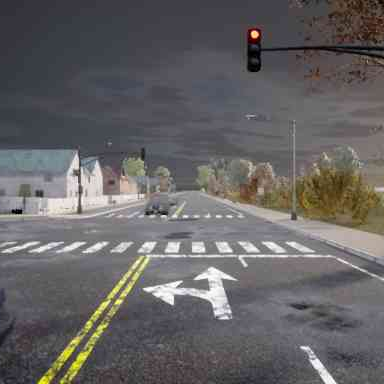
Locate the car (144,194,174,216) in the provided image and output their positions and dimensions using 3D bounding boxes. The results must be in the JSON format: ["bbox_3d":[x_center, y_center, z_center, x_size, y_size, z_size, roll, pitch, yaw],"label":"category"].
[{"bbox_3d":[-3.201,1.307,32.162,2.150,2.045,5.566,0,2,0],"label":"car"}]

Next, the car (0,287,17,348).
[{"bbox_3d":[-3.249,1.548,2.057,2.033,1.411,5.357,0,0,0],"label":"car"}]

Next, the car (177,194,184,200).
[{"bbox_3d":[-3.123,1.264,84.983,1.837,1.490,4.892,0,0,0],"label":"car"}]

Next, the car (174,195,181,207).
[{"bbox_3d":[-3.174,1.557,51.238,1.994,1.385,4.181,0,1,0],"label":"car"}]
